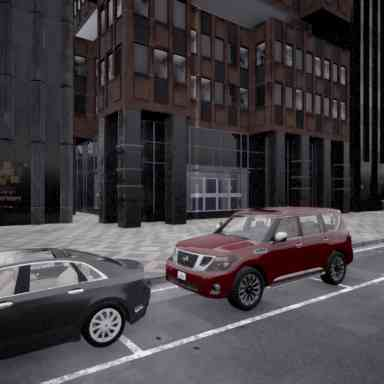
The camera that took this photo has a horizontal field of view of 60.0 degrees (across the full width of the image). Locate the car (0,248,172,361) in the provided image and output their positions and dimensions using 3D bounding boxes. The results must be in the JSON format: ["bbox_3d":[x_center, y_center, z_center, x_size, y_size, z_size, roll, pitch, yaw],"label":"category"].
[{"bbox_3d":[-2.722,1.551,4.705,4.403,1.369,2.008,0,0,-35],"label":"car"}]

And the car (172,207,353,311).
[{"bbox_3d":[1.846,1.315,7.961,5.009,1.841,2.192,0,0,-35],"label":"car"}]
